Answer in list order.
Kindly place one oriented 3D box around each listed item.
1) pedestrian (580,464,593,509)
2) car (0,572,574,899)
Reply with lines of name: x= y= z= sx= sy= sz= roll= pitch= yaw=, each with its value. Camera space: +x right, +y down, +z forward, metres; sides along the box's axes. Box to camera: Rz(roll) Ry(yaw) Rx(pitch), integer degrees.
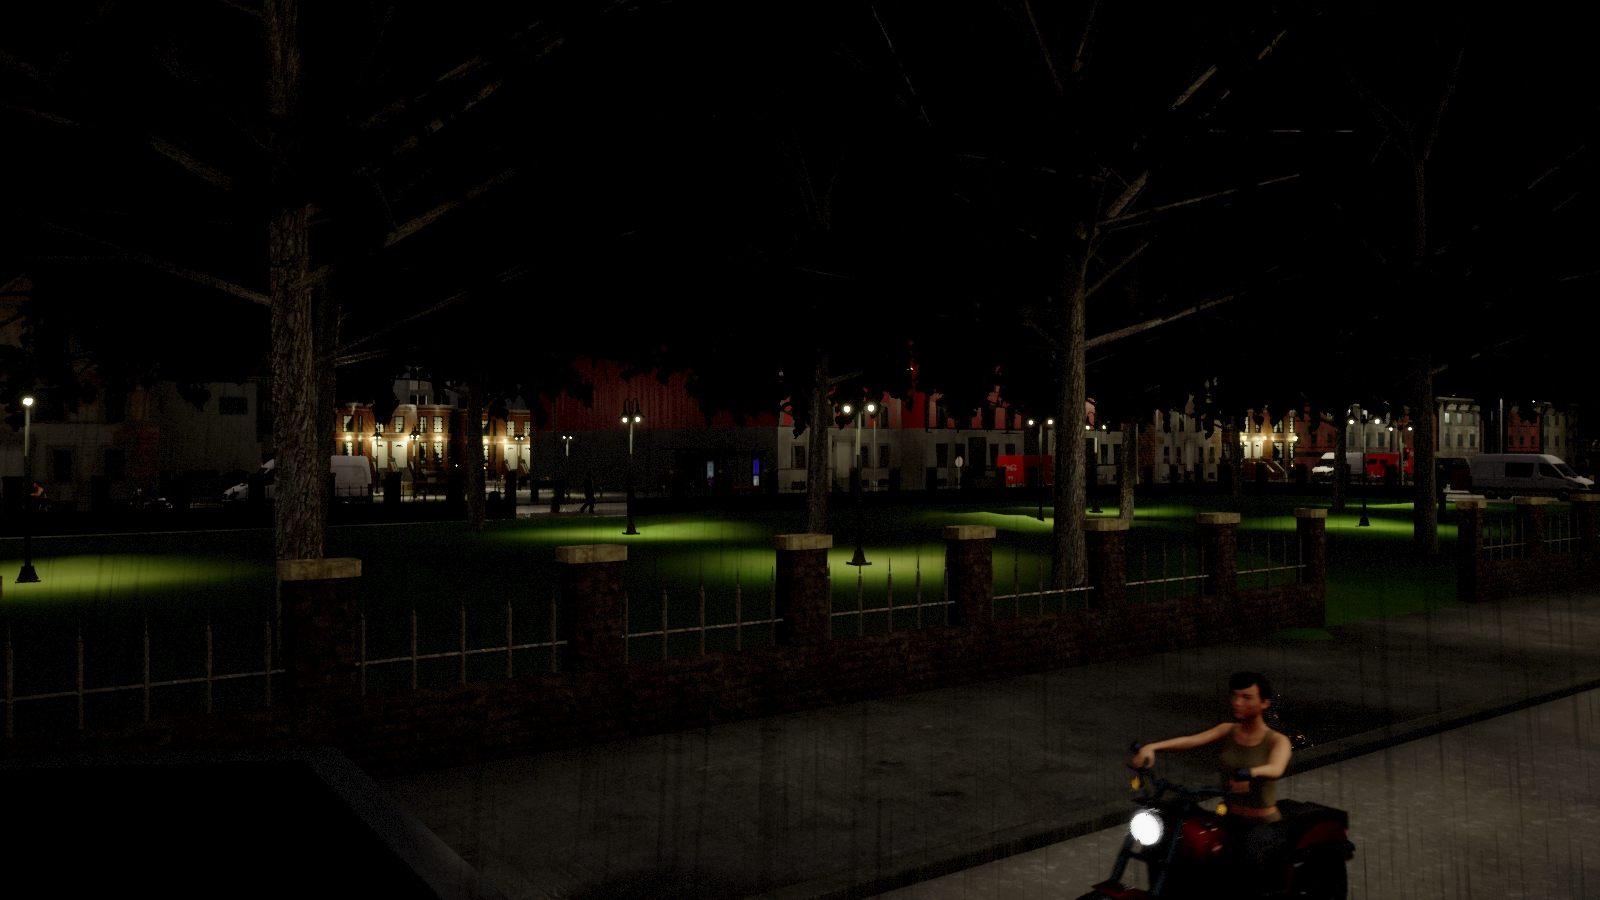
pedestrian: x=-8.896 y=1.516 z=47.613 sx=0.375 sy=1.860 sz=0.375 roll=0 pitch=0 yaw=-35
car: x=-3.768 y=1.534 z=1.768 sx=6.274 sy=2.098 sz=2.390 roll=0 pitch=0 yaw=-35
